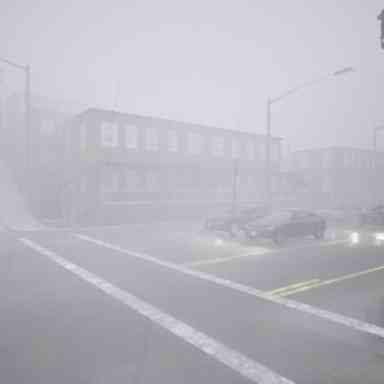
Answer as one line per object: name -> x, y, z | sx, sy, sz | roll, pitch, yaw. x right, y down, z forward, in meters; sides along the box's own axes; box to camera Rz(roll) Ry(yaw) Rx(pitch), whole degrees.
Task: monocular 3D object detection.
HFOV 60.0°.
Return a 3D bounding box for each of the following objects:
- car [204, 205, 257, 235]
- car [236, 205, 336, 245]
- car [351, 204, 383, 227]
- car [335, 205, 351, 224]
car -> 2.898, 1.514, 18.944 | 4.892, 1.490, 1.837 | 0, 0, -35
car -> 4.573, 1.534, 15.843 | 4.674, 1.442, 1.812 | 0, 0, -35
car -> 12.796, 1.492, 21.702 | 5.008, 1.535, 1.882 | 0, 0, -35
car -> 11.255, 1.616, 24.899 | 4.718, 1.301, 1.895 | 0, 0, -35
